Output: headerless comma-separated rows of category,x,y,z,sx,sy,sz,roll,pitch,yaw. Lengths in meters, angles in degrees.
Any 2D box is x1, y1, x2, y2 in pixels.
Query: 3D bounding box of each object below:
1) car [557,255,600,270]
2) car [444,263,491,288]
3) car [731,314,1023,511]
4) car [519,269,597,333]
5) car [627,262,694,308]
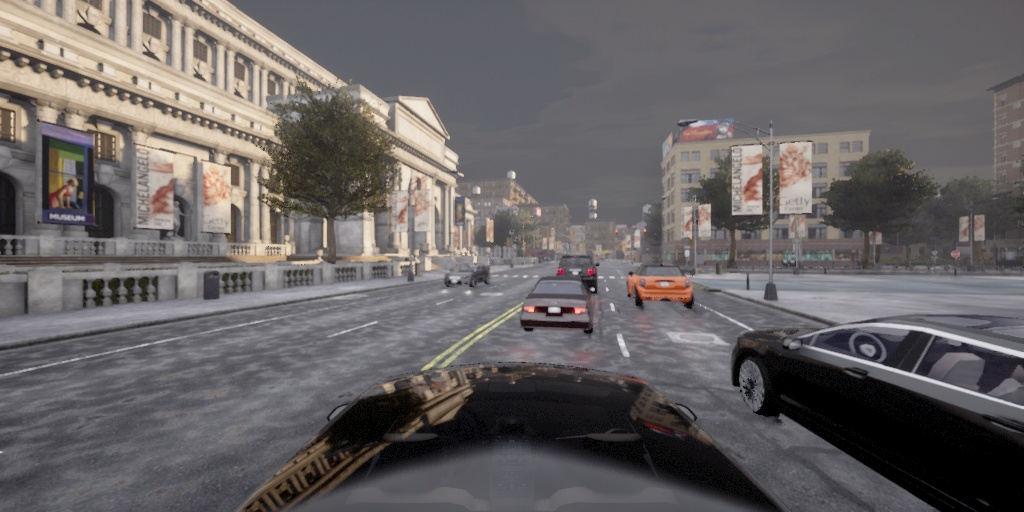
car,3.821,0.955,20.709,2.150,2.045,5.566,0,0,14
car,-2.815,1.225,23.551,2.128,1.511,4.902,0,0,14
car,3.831,1.240,2.987,2.128,1.511,4.902,0,0,4
car,1.473,1.290,10.734,2.033,1.411,5.357,0,0,11
car,6.214,1.089,15.513,2.097,1.767,4.553,0,0,13
